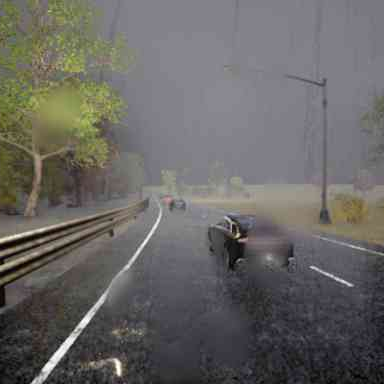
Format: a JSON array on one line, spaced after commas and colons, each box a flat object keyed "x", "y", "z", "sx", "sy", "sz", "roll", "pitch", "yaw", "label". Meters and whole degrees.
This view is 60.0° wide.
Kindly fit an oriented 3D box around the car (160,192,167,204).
[{"x": -4.361, "y": 1.311, "z": 61.587, "sx": 2.097, "sy": 1.767, "sz": 4.553, "roll": 0, "pitch": 0, "yaw": -7, "label": "car"}]

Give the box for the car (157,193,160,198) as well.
[{"x": -7.951, "y": 1.395, "z": 91.513, "sx": 1.882, "sy": 1.535, "sz": 5.008, "roll": 0, "pitch": 0, "yaw": -7, "label": "car"}]

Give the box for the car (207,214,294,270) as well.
[{"x": 1.705, "y": 1.490, "z": 11.069, "sx": 2.128, "sy": 1.511, "sz": 4.902, "roll": 0, "pitch": 0, "yaw": -7, "label": "car"}]

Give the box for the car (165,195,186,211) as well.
[{"x": -1.871, "y": 1.477, "z": 40.840, "sx": 2.128, "sy": 1.511, "sz": 4.902, "roll": 0, "pitch": 0, "yaw": -7, "label": "car"}]
